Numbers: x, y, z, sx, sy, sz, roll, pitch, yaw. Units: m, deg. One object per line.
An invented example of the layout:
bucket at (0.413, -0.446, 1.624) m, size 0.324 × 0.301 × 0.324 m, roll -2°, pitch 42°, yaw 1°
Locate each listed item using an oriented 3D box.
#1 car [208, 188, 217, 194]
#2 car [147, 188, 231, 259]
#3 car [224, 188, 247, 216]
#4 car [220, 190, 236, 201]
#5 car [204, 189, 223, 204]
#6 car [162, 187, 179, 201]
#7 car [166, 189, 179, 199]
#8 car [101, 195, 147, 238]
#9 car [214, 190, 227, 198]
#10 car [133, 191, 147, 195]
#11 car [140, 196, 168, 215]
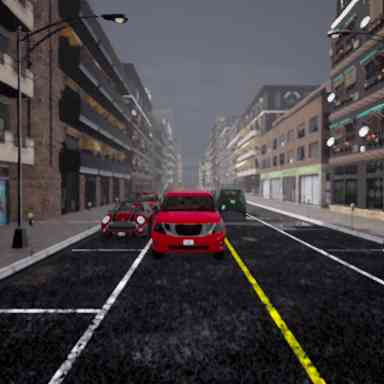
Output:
car at (5.024, -0.181, 83.003) m, size 2.008 × 1.369 × 4.403 m, roll 0°, pitch 1°, yaw 0°
car at (-0.111, 0.969, 11.895) m, size 2.150 × 2.045 × 5.566 m, roll 0°, pitch 1°, yaw 0°
car at (2.832, 0.692, 25.728) m, size 2.150 × 2.045 × 5.566 m, roll 0°, pitch 2°, yaw 0°
car at (5.286, 0.503, 49.364) m, size 1.752 × 1.417 × 4.829 m, roll 0°, pitch 1°, yaw 0°
car at (2.715, 0.471, 42.303) m, size 2.097 × 1.767 × 4.553 m, roll 0°, pitch 1°, yaw 0°
car at (-3.091, 0.277, 49.128) m, size 2.192 × 1.841 × 5.009 m, roll 0°, pitch 1°, yaw 0°
car at (-3.136, 0.283, 54.765) m, size 1.967 × 1.590 × 4.097 m, roll 0°, pitch 1°, yaw 0°
car at (-2.829, 1.111, 15.321) m, size 1.967 × 1.590 × 4.097 m, roll 0°, pitch 1°, yaw 0°
car at (5.199, 0.289, 60.464) m, size 1.887 × 1.381 × 4.507 m, roll 0°, pitch 1°, yaw 0°
car at (-2.871, 0.868, 20.954) m, size 2.192 × 1.841 × 5.009 m, roll 0°, pitch 1°, yaw 0°
car at (-2.917, 1.017, 26.594) m, size 1.802 × 1.307 × 4.206 m, roll 0°, pitch 1°, yaw 0°
